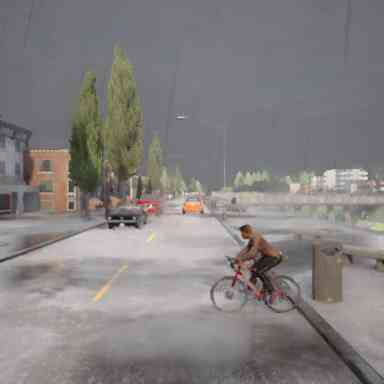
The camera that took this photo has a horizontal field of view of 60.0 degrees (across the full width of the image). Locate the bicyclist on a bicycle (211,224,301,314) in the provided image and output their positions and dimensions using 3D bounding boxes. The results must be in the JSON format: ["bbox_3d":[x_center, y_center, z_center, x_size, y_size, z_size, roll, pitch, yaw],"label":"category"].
[{"bbox_3d":[1.156,1.412,6.072,1.656,1.620,0.582,-1,0,0],"label":"bicyclist on a bicycle"}]

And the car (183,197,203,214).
[{"bbox_3d":[0.106,1.336,35.870,2.097,1.767,4.553,0,0,0],"label":"car"}]

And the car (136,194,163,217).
[{"bbox_3d":[-4.007,1.207,31.932,2.150,2.045,5.566,0,0,1],"label":"car"}]

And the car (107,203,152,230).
[{"bbox_3d":[-4.011,1.591,21.321,1.895,1.301,4.718,0,0,1],"label":"car"}]

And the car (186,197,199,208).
[{"bbox_3d":[0.110,1.504,48.185,1.812,1.442,4.674,0,0,0],"label":"car"}]
